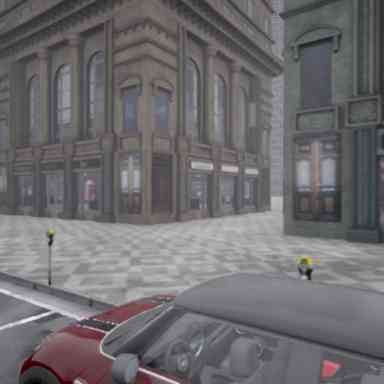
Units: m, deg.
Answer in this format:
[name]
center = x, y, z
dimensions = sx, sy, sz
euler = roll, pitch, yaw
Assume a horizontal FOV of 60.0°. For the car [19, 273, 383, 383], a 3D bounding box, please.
[car]
center = 0.360, 1.439, 2.703
dimensions = 4.097, 1.590, 1.967
euler = 0, 0, 35
